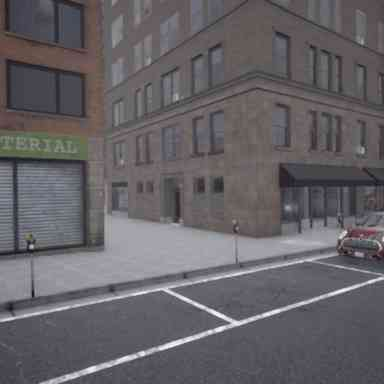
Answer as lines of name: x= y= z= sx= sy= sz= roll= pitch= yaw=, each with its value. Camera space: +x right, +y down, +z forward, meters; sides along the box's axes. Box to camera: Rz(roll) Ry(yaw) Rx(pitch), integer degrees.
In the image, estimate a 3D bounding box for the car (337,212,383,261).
car: x=6.841 y=1.427 z=11.556 sx=4.097 sy=1.590 sz=1.967 roll=0 pitch=-1 yaw=-36
